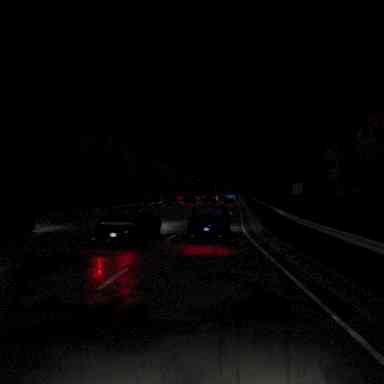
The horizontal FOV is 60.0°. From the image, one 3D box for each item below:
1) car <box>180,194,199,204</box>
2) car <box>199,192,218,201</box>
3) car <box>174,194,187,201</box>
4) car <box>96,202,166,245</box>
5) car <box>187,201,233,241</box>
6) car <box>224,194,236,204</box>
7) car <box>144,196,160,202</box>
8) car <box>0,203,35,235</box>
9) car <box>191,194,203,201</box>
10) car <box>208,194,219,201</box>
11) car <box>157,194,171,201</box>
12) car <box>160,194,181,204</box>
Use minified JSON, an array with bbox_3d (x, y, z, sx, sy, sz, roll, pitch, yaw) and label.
[{"bbox_3d":[-0.342,1.329,59.979,1.882,1.535,5.008,0,0,8],"label":"car"},{"bbox_3d":[3.131,1.078,59.538,2.150,2.045,5.566,0,0,8],"label":"car"},{"bbox_3d":[-2.410,1.207,70.775,1.994,1.385,4.181,0,0,8],"label":"car"},{"bbox_3d":[-2.751,1.450,15.411,2.128,1.511,4.902,0,0,8],"label":"car"},{"bbox_3d":[0.945,1.437,16.624,1.882,1.535,5.008,0,0,8],"label":"car"},{"bbox_3d":[6.655,1.461,59.481,1.895,1.301,4.718,0,0,8],"label":"car"},{"bbox_3d":[-7.278,1.388,60.920,2.033,1.411,5.357,0,0,8],"label":"car"},{"bbox_3d":[-9.716,1.301,16.153,2.097,1.767,4.553,0,0,8],"label":"car"},{"bbox_3d":[1.059,1.212,70.304,1.994,1.385,4.181,0,0,8],"label":"car"},{"bbox_3d":[4.527,1.142,69.834,1.882,1.535,5.008,0,0,8],"label":"car"},{"bbox_3d":[-5.878,1.127,71.245,1.882,1.535,5.008,0,0,8],"label":"car"},{"bbox_3d":[-3.810,1.393,60.449,2.033,1.411,5.357,0,0,8],"label":"car"}]
